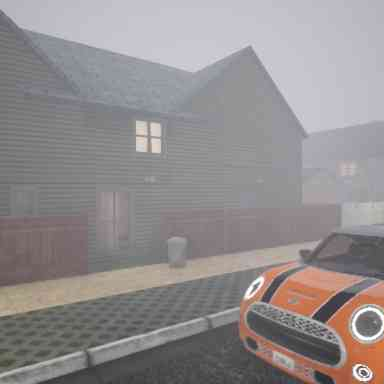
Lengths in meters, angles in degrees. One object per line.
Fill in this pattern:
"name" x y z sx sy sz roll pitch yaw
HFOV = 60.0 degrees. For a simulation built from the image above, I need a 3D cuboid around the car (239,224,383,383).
"car" 2.870 1.352 5.158 4.553 1.767 2.097 0 0 -36
